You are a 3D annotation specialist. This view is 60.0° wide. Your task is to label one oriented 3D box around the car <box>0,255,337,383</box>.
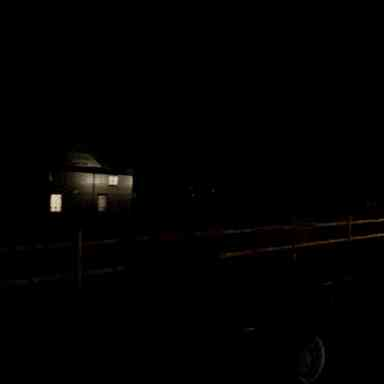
[{"bbox_3d":[-0.177,1.548,3.854,4.674,1.442,1.812,1,-1,-35],"label":"car"}]
